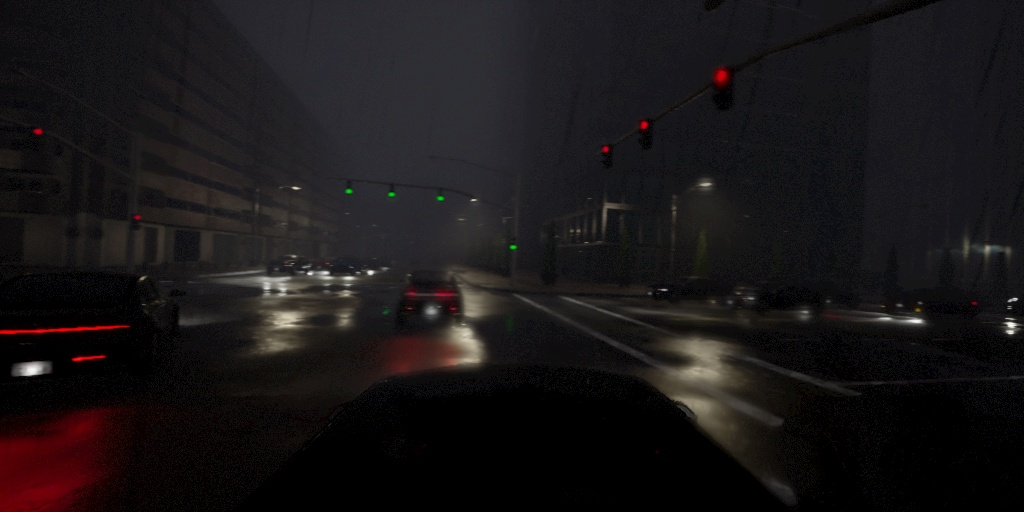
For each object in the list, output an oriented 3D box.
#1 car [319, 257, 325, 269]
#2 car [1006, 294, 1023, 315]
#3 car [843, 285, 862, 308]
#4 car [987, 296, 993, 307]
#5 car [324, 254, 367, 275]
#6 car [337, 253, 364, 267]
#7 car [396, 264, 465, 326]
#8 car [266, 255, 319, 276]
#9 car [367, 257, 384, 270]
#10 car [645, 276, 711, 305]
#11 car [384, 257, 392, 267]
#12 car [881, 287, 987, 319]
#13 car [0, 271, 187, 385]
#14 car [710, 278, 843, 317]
[{"bbox_3d":[-19.129,0.758,36.993,1.895,1.301,4.718,3,0,-11],"label":"car"},{"bbox_3d":[32.079,2.752,21.145,4.553,1.767,2.097,3,0,-12],"label":"car"},{"bbox_3d":[18.968,2.341,21.959,4.674,1.442,1.812,3,0,-12],"label":"car"},{"bbox_3d":[29.385,2.850,24.162,5.357,1.411,2.033,3,0,-12],"label":"car"},{"bbox_3d":[-14.370,0.805,31.286,1.882,1.535,5.008,3,0,-12],"label":"car"},{"bbox_3d":[-21.105,0.499,47.075,2.097,1.767,4.553,3,0,-11],"label":"car"},{"bbox_3d":[-2.608,1.222,11.646,2.128,1.511,4.902,3,0,-13],"label":"car"},{"bbox_3d":[-17.206,0.664,27.849,2.128,1.511,4.902,3,0,-12],"label":"car"},{"bbox_3d":[-16.384,0.878,41.099,1.994,1.385,4.181,3,0,-11],"label":"car"},{"bbox_3d":[9.916,1.882,20.056,4.902,1.511,2.128,3,0,-12],"label":"car"},{"bbox_3d":[-18.373,0.852,51.344,2.033,1.411,5.357,3,0,-11],"label":"car"},{"bbox_3d":[22.146,2.499,19.061,4.181,1.385,1.994,3,0,-12],"label":"car"},{"bbox_3d":[-7.037,0.992,6.041,1.837,1.490,4.892,5,-2,-39],"label":"car"},{"bbox_3d":[12.445,1.973,17.013,4.902,1.511,2.128,3,0,-12],"label":"car"}]
